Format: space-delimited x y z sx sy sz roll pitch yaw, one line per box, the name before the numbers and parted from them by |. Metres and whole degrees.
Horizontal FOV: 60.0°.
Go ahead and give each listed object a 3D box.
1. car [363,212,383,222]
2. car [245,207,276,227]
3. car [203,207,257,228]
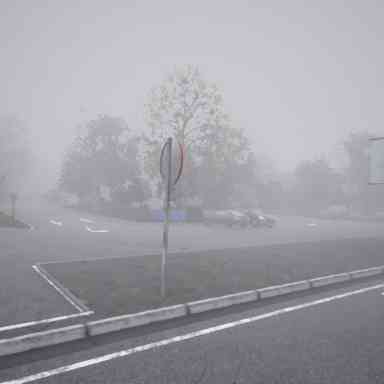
car | 25.339 3.396 44.388 2.002 1.452 4.674 3 -2 -35
car | 5.457 2.210 30.404 2.185 1.767 4.553 3 -2 -35
car | 2.905 2.244 28.514 2.002 1.452 4.674 3 -2 -36
